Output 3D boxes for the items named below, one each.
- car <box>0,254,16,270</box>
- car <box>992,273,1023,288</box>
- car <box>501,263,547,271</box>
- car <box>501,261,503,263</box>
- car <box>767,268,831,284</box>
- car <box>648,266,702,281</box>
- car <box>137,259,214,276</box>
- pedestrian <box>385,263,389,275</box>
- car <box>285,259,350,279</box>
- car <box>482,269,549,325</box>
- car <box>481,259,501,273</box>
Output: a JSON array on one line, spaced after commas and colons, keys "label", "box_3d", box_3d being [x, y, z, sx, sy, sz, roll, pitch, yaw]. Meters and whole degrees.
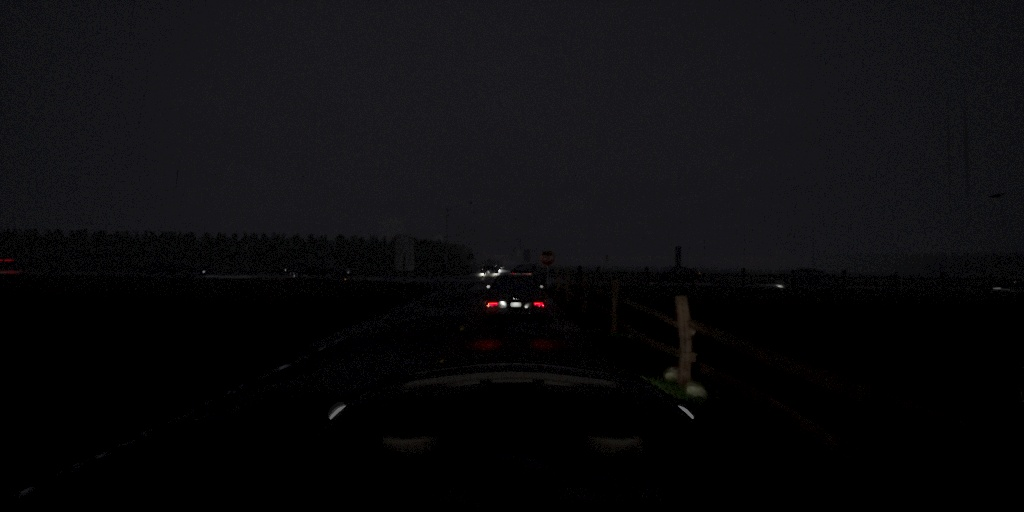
[{"label": "car", "box_3d": [-47.289, 0.512, 31.832, 4.892, 1.490, 1.837, 1, -1, 2]}, {"label": "car", "box_3d": [46.615, 2.225, 32.097, 5.357, 1.411, 2.033, 1, -1, 0]}, {"label": "car", "box_3d": [1.185, 1.281, 23.625, 2.128, 1.511, 4.902, 0, 0, 16]}, {"label": "car", "box_3d": [-2.826, 1.449, 57.172, 1.895, 1.301, 4.718, 0, 0, 0]}, {"label": "car", "box_3d": [25.626, 1.805, 32.109, 4.892, 1.490, 1.837, 1, -1, 0]}, {"label": "car", "box_3d": [14.431, 1.625, 32.074, 4.674, 1.442, 1.812, 1, -1, 0]}, {"label": "car", "box_3d": [-27.115, 0.930, 29.010, 4.718, 1.301, 1.895, 1, -1, 0]}, {"label": "pedestrian", "box_3d": [-12.170, 1.225, 35.026, 0.375, 1.300, 0.375, 0, -2, 0]}, {"label": "car", "box_3d": [-15.656, 1.023, 29.005, 4.902, 1.511, 2.128, 1, -1, 1]}, {"label": "car", "box_3d": [0.098, 1.316, 11.846, 2.033, 1.411, 5.357, 0, 0, 0]}, {"label": "car", "box_3d": [-2.836, 1.181, 46.247, 2.097, 1.767, 4.553, 0, 0, 0]}]
